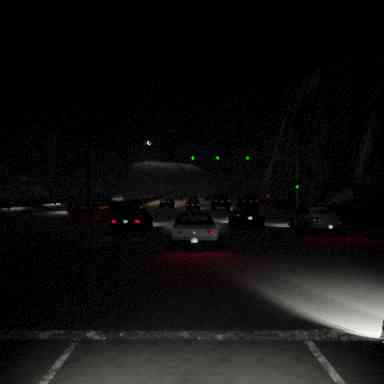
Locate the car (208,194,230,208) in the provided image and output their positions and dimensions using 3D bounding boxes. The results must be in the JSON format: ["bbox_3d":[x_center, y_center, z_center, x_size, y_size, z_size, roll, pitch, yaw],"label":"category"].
[{"bbox_3d":[3.624,1.225,42.546,2.150,2.045,5.566,0,0,0],"label":"car"}]

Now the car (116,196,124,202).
[{"bbox_3d":[-13.837,1.407,61.835,1.812,1.442,4.674,0,1,0],"label":"car"}]

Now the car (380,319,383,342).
[{"bbox_3d":[3.600,1.569,2.899,1.994,1.385,4.181,0,0,0],"label":"car"}]

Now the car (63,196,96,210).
[{"bbox_3d":[-13.992,1.511,41.562,1.837,1.490,4.892,0,0,0],"label":"car"}]

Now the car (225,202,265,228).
[{"bbox_3d":[3.600,1.590,22.552,1.994,1.385,4.181,0,0,0],"label":"car"}]

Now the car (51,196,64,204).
[{"bbox_3d":[-24.341,1.450,61.367,1.994,1.385,4.181,0,1,0],"label":"car"}]

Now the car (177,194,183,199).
[{"bbox_3d":[-3.190,1.098,80.609,1.882,1.535,5.008,0,1,0],"label":"car"}]

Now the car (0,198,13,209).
[{"bbox_3d":[-24.492,1.483,41.613,1.882,1.535,5.008,0,0,0],"label":"car"}]

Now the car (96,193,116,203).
[{"bbox_3d":[-13.917,1.190,51.655,2.150,2.045,5.566,0,0,0],"label":"car"}]

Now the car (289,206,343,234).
[{"bbox_3d":[7.087,1.549,19.312,1.812,1.442,4.674,0,0,0],"label":"car"}]

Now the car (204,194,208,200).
[{"bbox_3d":[3.790,1.188,78.060,2.128,1.511,4.902,0,1,0],"label":"car"}]

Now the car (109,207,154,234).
[{"bbox_3d":[-3.400,1.572,19.517,2.033,1.411,5.357,0,0,0],"label":"car"}]

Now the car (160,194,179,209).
[{"bbox_3d":[-3.353,1.484,46.111,2.128,1.511,4.902,0,0,0],"label":"car"}]

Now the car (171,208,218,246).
[{"bbox_3d":[0.100,1.621,15.322,1.895,1.301,4.718,0,0,0],"label":"car"}]

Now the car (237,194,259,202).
[{"bbox_3d":[7.127,1.226,42.749,2.150,2.045,5.566,0,0,0],"label":"car"}]

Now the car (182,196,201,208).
[{"bbox_3d":[0.116,1.556,41.211,2.033,1.411,5.357,0,0,0],"label":"car"}]

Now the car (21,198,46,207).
[{"bbox_3d":[-24.420,1.572,51.295,1.895,1.301,4.718,0,0,0],"label":"car"}]

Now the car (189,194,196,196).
[{"bbox_3d":[0.283,1.230,77.214,1.994,1.385,4.181,0,1,0],"label":"car"}]

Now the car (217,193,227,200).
[{"bbox_3d":[7.327,1.120,82.798,2.033,1.411,5.357,0,1,0],"label":"car"}]
